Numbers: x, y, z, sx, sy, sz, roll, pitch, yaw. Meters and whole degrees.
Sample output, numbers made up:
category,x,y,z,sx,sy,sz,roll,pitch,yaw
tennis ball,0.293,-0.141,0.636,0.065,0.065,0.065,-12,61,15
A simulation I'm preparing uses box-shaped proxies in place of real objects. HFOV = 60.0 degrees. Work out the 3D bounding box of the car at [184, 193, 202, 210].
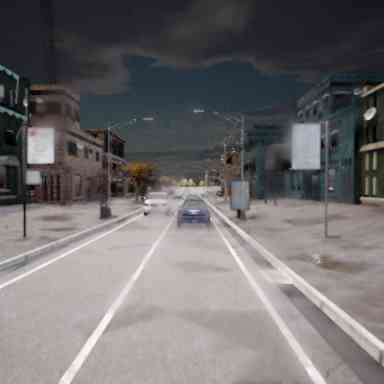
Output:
category,x,y,z,sx,sy,sz,roll,pitch,yaw
car,0.117,1.086,39.862,2.097,1.767,4.553,0,1,0

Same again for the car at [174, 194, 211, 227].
category,x,y,z,sx,sy,sz,roll,pitch,yaw
car,0.109,1.253,22.185,2.097,1.767,4.553,0,0,0

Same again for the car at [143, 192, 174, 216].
category,x,y,z,sx,sy,sz,roll,pitch,yaw
car,-3.083,1.053,30.340,2.150,2.045,5.566,0,0,0

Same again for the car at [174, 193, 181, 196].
category,x,y,z,sx,sy,sz,roll,pitch,yaw
car,-2.969,0.960,71.231,1.812,1.442,4.674,0,0,0
